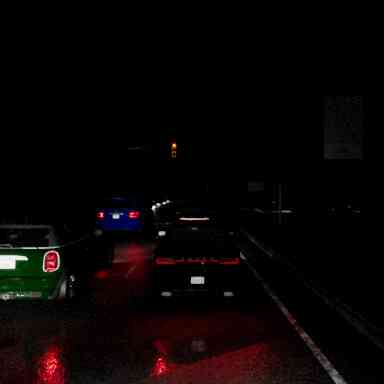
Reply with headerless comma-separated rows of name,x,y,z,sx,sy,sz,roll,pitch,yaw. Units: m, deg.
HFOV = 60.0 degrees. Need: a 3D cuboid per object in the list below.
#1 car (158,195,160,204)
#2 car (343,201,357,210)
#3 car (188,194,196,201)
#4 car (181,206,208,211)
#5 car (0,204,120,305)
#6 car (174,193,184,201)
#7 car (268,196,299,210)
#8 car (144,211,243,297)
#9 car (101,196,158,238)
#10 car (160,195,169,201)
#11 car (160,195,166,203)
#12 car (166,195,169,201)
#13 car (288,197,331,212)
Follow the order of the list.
car,-7.029,1.505,55.758,1.837,1.490,4.892,0,0,0
car,20.570,1.562,41.446,4.181,1.385,1.994,0,0,3
car,0.088,1.348,85.927,2.097,1.767,4.553,0,0,0
car,0.119,1.491,18.108,2.128,1.511,4.902,0,0,0
car,-3.392,1.352,8.234,2.097,1.767,4.553,0,0,0
car,-3.412,1.218,85.608,2.150,2.045,5.566,0,0,0
car,11.989,1.352,41.936,4.553,1.767,2.097,0,0,3
car,0.109,1.478,8.609,1.882,1.535,5.008,0,0,0
car,-3.402,1.221,17.852,2.150,2.045,5.566,0,0,1
car,-6.913,1.459,85.372,1.882,1.535,5.008,0,0,0
car,-6.964,1.547,65.538,2.033,1.411,5.357,0,0,1
car,-6.923,1.478,75.347,1.882,1.535,5.008,0,0,0
car,13.746,1.564,38.328,4.181,1.385,1.994,0,0,3
